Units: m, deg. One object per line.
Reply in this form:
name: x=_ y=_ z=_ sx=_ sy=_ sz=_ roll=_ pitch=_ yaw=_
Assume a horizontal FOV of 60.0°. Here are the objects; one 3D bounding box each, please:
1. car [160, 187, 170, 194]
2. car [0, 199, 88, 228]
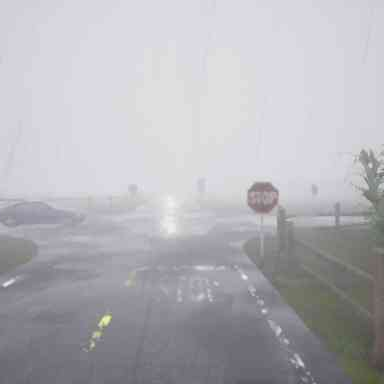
car: x=-5.841 y=-0.310 z=71.017 sx=1.812 sy=1.442 sz=4.674 roll=0 pitch=1 yaw=-4
car: x=-8.081 y=1.141 z=18.030 sx=4.674 sy=1.442 sz=1.812 roll=0 pitch=2 yaw=-5
